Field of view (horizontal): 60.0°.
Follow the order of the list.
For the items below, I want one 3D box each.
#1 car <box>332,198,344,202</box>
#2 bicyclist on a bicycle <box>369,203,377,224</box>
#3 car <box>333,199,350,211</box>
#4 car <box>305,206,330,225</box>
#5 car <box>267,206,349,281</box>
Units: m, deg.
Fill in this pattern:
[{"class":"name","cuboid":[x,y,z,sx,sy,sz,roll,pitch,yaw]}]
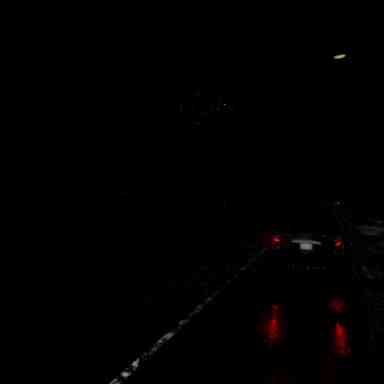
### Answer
[{"class":"car","cuboid":[29.912,2.179,67.773,2.150,2.045,5.566,1,0,22]},{"class":"bicyclist on a bicycle","cuboid":[15.438,1.822,28.409,0.659,1.776,1.843,1,0,21]},{"class":"car","cuboid":[24.889,2.347,54.778,1.994,1.385,4.181,1,0,21]},{"class":"car","cuboid":[10.896,1.972,28.807,1.895,1.301,4.718,1,0,22]},{"class":"car","cuboid":[3.785,1.486,10.743,2.097,1.767,4.553,1,0,22]}]
